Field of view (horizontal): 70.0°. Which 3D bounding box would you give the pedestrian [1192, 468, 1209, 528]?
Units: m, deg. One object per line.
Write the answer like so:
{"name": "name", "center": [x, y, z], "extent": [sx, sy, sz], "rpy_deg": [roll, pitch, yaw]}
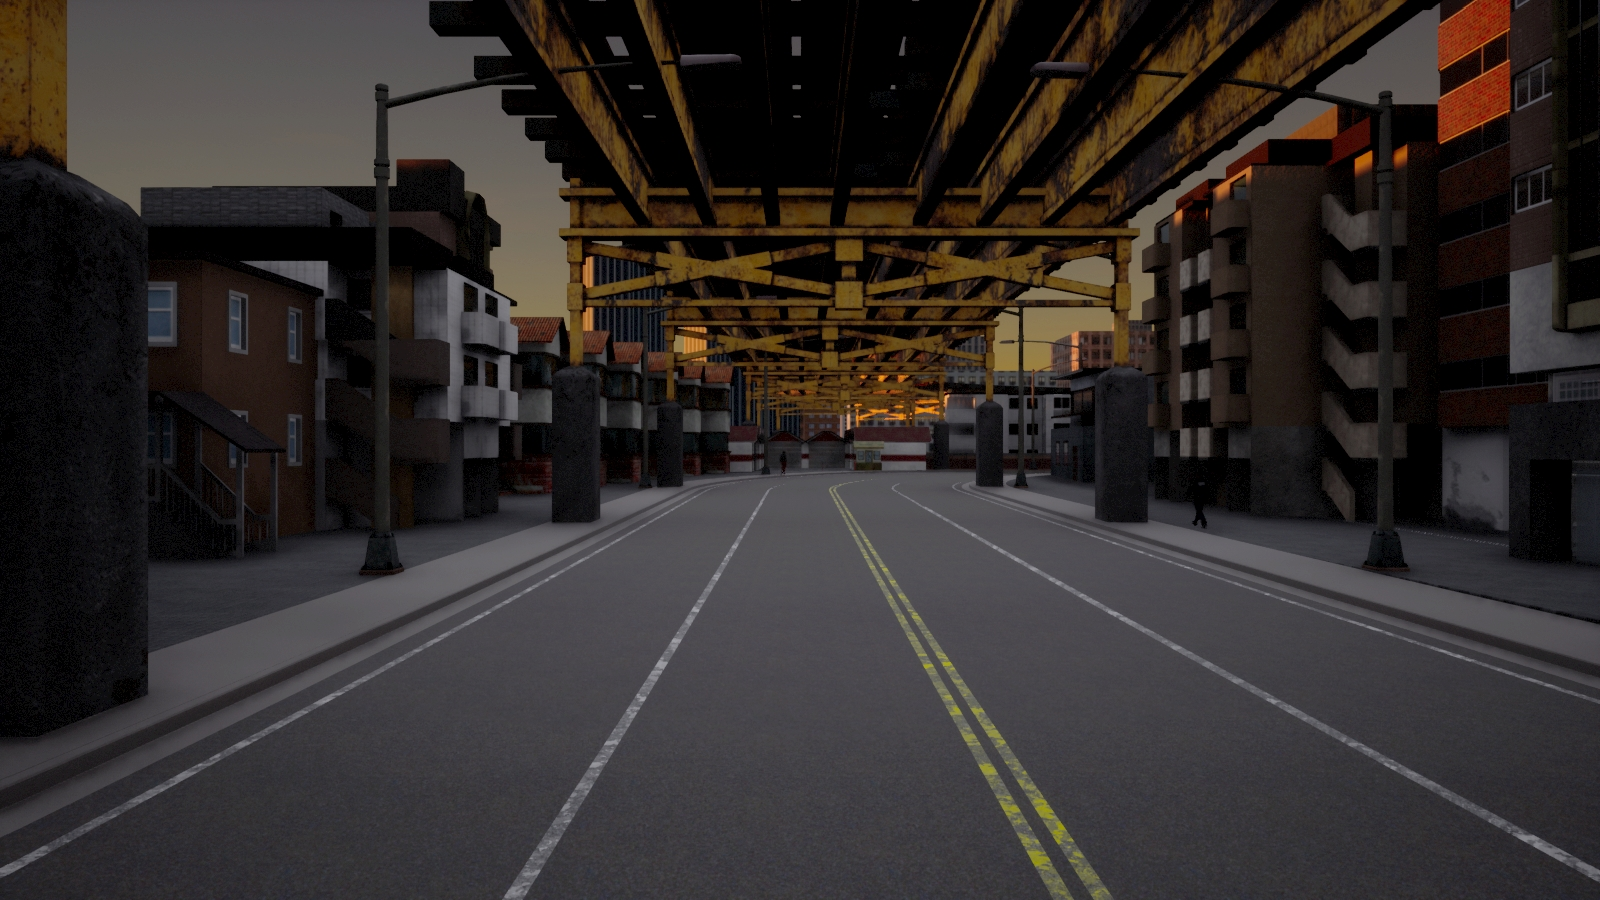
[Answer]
{"name": "pedestrian", "center": [12.381, 1.483, 35.357], "extent": [0.375, 1.860, 0.375], "rpy_deg": [0, 0, -6]}
